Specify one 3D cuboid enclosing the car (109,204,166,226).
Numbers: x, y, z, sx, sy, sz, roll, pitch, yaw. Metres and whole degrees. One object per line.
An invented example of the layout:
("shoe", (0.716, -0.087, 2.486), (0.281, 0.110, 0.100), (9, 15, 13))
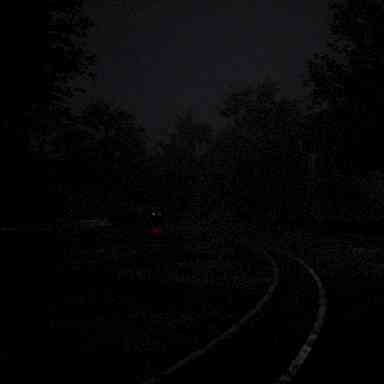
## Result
("car", (-4.512, 1.796, 27.176), (4.553, 1.767, 2.097), (-1, -1, 23))
